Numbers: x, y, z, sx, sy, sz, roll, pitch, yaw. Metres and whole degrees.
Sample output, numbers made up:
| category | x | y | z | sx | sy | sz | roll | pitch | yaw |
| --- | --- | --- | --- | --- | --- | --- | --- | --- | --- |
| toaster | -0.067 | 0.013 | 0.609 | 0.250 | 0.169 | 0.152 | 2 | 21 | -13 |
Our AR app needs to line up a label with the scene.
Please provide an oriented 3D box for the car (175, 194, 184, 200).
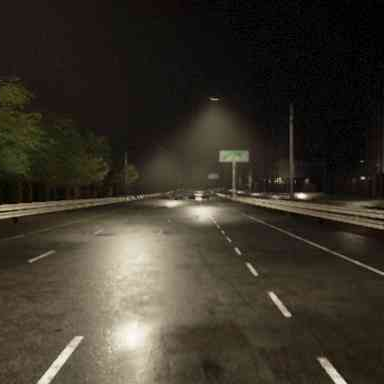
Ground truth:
| category | x | y | z | sx | sy | sz | roll | pitch | yaw |
| --- | --- | --- | --- | --- | --- | --- | --- | --- | --- |
| car | -3.419 | 1.373 | 86.675 | 2.033 | 1.411 | 5.357 | 0 | 0 | 1 |

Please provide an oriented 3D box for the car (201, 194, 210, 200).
| category | x | y | z | sx | sy | sz | roll | pitch | yaw |
| --- | --- | --- | --- | --- | --- | --- | --- | --- | --- |
| car | 3.580 | 1.332 | 86.591 | 1.837 | 1.490 | 4.892 | 0 | 0 | 1 |

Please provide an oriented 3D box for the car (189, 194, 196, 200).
| category | x | y | z | sx | sy | sz | roll | pitch | yaw |
| --- | --- | --- | --- | --- | --- | --- | --- | --- | --- |
| car | 0.079 | 1.310 | 86.616 | 1.882 | 1.535 | 5.008 | 0 | 0 | 1 |

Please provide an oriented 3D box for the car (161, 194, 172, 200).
| category | x | y | z | sx | sy | sz | roll | pitch | yaw |
| --- | --- | --- | --- | --- | --- | --- | --- | --- | --- |
| car | -6.921 | 1.359 | 86.700 | 2.128 | 1.511 | 4.902 | 0 | 0 | 1 |
